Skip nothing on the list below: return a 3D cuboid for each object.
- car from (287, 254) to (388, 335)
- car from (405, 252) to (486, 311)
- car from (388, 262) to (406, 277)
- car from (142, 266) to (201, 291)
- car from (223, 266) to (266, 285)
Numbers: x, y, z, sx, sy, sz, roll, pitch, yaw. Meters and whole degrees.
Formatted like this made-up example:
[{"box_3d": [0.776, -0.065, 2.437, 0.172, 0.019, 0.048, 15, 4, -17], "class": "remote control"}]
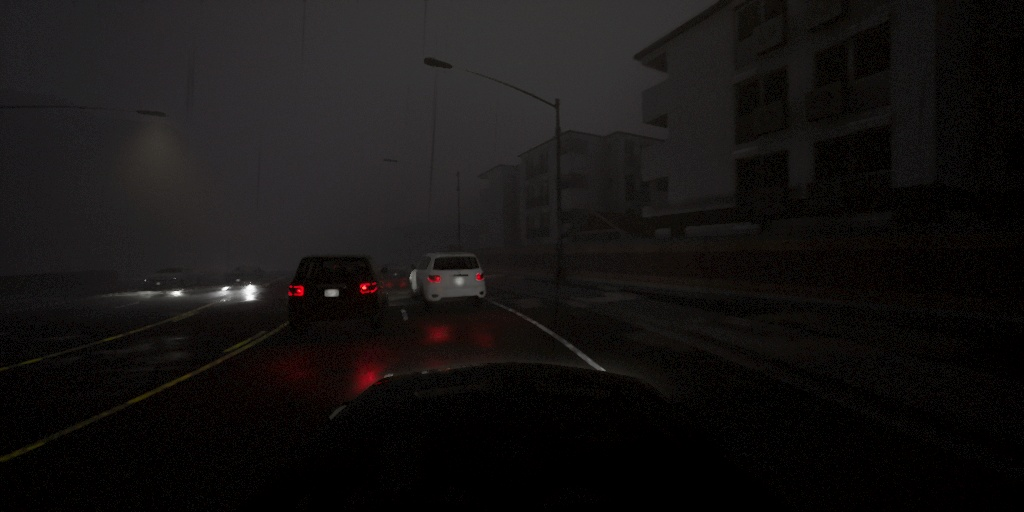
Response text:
[{"box_3d": [-5.050, 0.959, 10.921, 2.150, 2.045, 5.566, -1, 0, -18], "class": "car"}, {"box_3d": [-2.764, 0.885, 14.473, 2.150, 2.045, 5.566, -1, 1, -22], "class": "car"}, {"box_3d": [-10.542, 1.217, 31.473, 1.895, 1.301, 4.718, -1, 1, -26], "class": "car"}, {"box_3d": [-22.761, 1.427, 24.164, 1.812, 1.442, 4.674, -1, 1, -25], "class": "car"}, {"box_3d": [-20.539, 1.427, 27.658, 1.895, 1.301, 4.718, -1, 1, -25], "class": "car"}]
